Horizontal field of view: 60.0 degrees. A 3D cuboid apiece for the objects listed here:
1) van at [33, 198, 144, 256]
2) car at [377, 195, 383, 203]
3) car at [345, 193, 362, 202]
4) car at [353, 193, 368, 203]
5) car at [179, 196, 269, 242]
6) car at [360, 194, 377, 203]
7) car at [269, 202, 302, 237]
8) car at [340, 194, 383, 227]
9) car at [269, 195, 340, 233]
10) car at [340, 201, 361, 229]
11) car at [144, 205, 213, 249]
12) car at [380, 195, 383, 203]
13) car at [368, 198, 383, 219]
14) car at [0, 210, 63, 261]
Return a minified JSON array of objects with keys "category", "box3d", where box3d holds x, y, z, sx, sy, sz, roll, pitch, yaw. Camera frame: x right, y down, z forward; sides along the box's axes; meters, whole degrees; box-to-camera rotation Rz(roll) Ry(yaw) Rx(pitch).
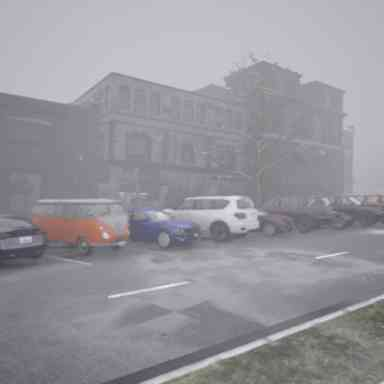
[{"category":"van","box3d":[-4.247,1.239,12.823,4.442,1.987,1.878,-1,-1,35]},{"category":"car","box3d":[34.650,1.264,59.541,2.002,1.452,4.674,1,0,35]},{"category":"car","box3d":[31.284,1.098,64.397,2.185,1.767,4.553,0,-1,36]},{"category":"car","box3d":[40.840,1.511,80.431,2.435,2.045,5.566,1,-2,36]},{"category":"car","box3d":[0.540,1.225,16.368,5.566,2.045,2.435,-1,-1,35]},{"category":"car","box3d":[32.972,1.225,61.977,2.231,1.521,4.892,0,-1,36]},{"category":"car","box3d":[3.019,1.481,18.090,5.008,1.535,2.097,-1,-1,35]},{"category":"car","box3d":[10.409,1.244,23.282,5.566,2.045,2.435,-1,-1,35]},{"category":"car","box3d":[5.447,1.235,19.835,5.566,2.045,2.435,-1,-1,35]},{"category":"car","box3d":[7.956,1.520,21.541,4.792,1.488,2.163,-1,-1,35]},{"category":"car","box3d":[-1.889,1.471,14.622,5.008,1.535,2.097,-1,-1,35]},{"category":"car","box3d":[44.283,1.638,75.494,2.185,1.767,4.553,1,-2,36]},{"category":"car","box3d":[17.779,1.384,28.466,4.553,1.767,2.185,-1,-1,35]},{"category":"car","box3d":[-6.828,1.491,11.156,4.792,1.488,2.163,-1,-1,35]}]
